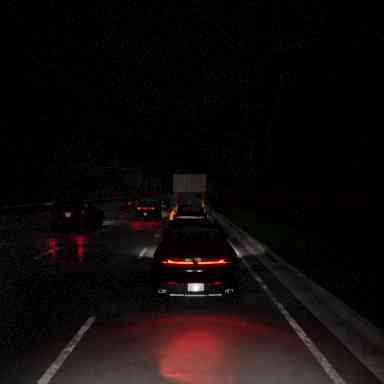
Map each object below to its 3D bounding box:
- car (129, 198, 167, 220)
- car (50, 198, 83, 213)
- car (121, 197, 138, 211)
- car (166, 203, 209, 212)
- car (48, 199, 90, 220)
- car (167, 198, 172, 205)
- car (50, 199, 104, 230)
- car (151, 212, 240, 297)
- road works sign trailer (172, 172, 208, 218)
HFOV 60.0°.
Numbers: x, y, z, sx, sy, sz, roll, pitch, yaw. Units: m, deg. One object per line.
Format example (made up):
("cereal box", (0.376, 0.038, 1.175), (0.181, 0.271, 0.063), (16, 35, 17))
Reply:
("car", (-3.593, 1.489, 28.014), (2.128, 1.511, 4.902), (0, 0, 0))
("car", (-14.172, 1.478, 37.910), (1.882, 1.535, 5.008), (0, -1, 0))
("car", (-7.190, 1.354, 40.325), (2.097, 1.767, 4.553), (0, 0, 0))
("car", (-0.043, 1.488, 18.930), (2.128, 1.511, 4.902), (0, 0, 1))
("car", (-10.601, 1.477, 29.041), (1.882, 1.535, 5.008), (0, 0, 0))
("car", (-3.715, 1.503, 43.245), (1.837, 1.490, 4.892), (0, 0, 0))
("car", (-7.038, 1.351, 20.966), (2.097, 1.767, 4.553), (0, 0, 0))
("car", (0.055, 1.505, 8.544), (1.837, 1.490, 4.892), (0, 0, 0))
("road works sign trailer", (-0.166, 0.464, 22.800), (2.380, 3.560, 2.880), (0, 0, -3))
